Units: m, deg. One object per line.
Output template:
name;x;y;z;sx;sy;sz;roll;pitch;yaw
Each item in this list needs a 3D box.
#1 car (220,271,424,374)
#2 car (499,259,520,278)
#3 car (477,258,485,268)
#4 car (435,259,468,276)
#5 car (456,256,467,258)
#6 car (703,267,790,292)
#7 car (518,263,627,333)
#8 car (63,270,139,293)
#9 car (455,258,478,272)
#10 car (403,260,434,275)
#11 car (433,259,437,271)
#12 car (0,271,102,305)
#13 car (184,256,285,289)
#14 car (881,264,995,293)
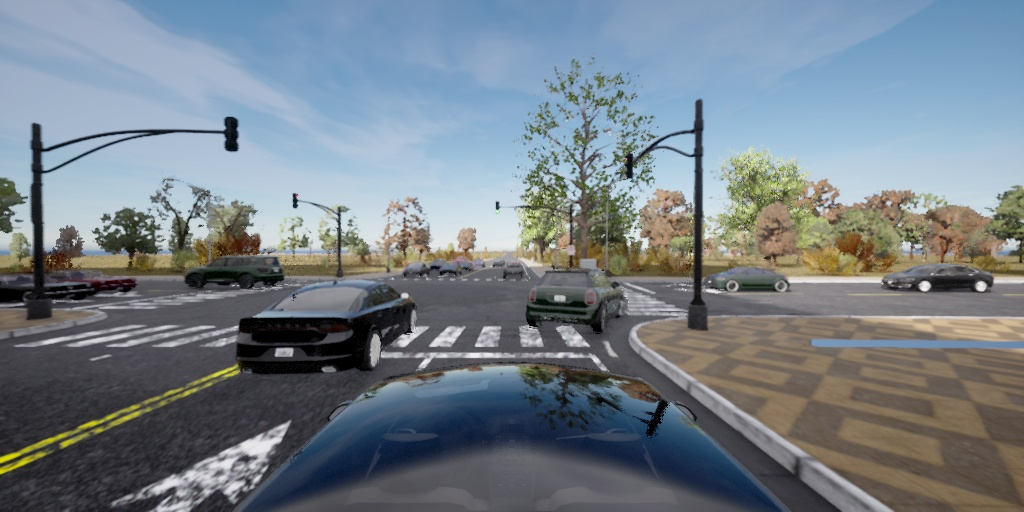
car;-3.389;1.243;7.615;1.882;1.535;5.008;0;0;-3
car;0.136;1.304;35.071;2.128;1.511;4.902;0;0;1
car;-5.979;1.192;64.379;2.097;1.767;4.553;0;0;1
car;-6.493;1.363;38.876;2.033;1.411;5.357;0;0;1
car;-9.219;1.064;64.726;2.150;2.045;5.566;0;0;1
car;13.437;1.309;20.682;4.181;1.385;1.994;0;1;3
car;2.173;1.180;11.237;2.097;1.767;4.553;0;-2;26
car;-23.343;1.434;19.451;4.718;1.301;1.895;0;1;3
car;-6.305;1.375;48.949;2.033;1.411;5.357;0;0;1
car;-9.778;1.338;37.136;1.812;1.442;4.674;0;0;1
car;-9.605;1.176;46.615;2.097;1.767;4.553;0;0;1
car;-21.939;1.475;16.135;4.718;1.301;1.895;0;1;3
car;-17.493;1.002;22.749;5.566;2.045;2.150;0;0;5
car;23.813;1.235;20.190;4.892;1.490;1.837;-1;1;3
